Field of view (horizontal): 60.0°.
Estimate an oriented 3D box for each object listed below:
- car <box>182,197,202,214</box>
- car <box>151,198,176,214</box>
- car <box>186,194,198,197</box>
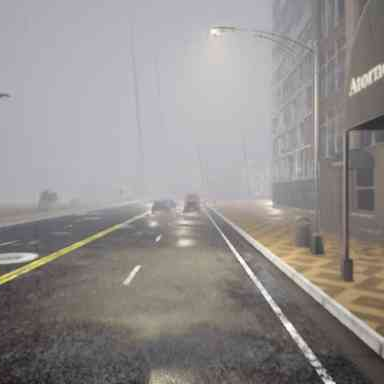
[{"bbox_3d":[-0.002,1.548,36.050,1.812,1.442,4.674,0,0,0],"label":"car"},{"bbox_3d":[-3.249,1.515,35.931,2.128,1.511,4.902,0,0,0],"label":"car"},{"bbox_3d":[0.004,1.252,46.819,2.150,2.045,5.566,0,0,0],"label":"car"}]
